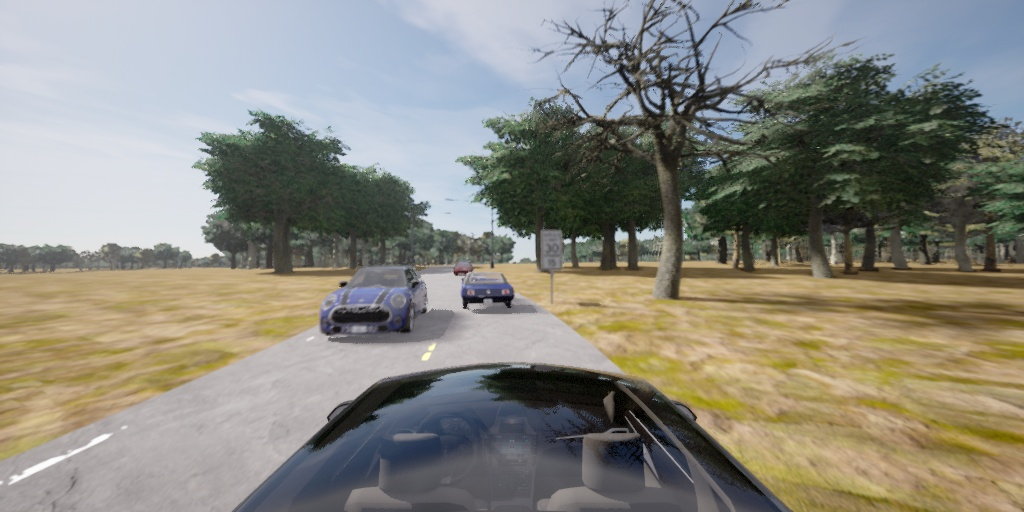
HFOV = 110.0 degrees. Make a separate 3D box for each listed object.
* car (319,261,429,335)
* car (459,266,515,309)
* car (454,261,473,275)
[{"bbox_3d":[-3.716,1.065,10.404,2.097,1.767,4.553,0,0,-6],"label":"car"},{"bbox_3d":[-1.127,1.284,14.723,1.895,1.301,4.718,0,0,-8],"label":"car"},{"bbox_3d":[-4.948,1.216,36.839,1.994,1.385,4.181,0,0,-10],"label":"car"}]
